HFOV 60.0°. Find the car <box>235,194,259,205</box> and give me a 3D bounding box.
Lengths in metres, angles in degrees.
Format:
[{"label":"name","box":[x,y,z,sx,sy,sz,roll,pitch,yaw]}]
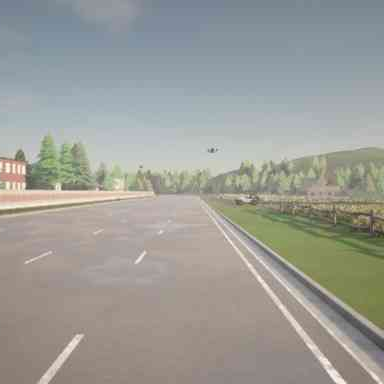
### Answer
[{"label":"car","box":[8.922,1.211,53.838,3.866,1.878,1.905,0,0,0]}]
